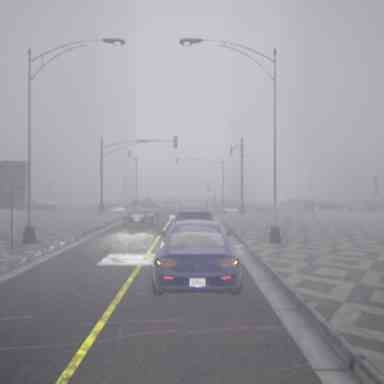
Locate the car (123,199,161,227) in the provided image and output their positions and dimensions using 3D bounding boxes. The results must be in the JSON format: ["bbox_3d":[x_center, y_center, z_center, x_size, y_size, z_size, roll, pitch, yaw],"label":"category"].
[{"bbox_3d":[-3.000,1.214,20.562,2.128,1.511,4.902,0,1,0],"label":"car"}]

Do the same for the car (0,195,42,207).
[{"bbox_3d":[-20.160,1.047,38.755,4.403,1.369,2.008,0,0,0],"label":"car"}]

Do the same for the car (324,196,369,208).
[{"bbox_3d":[18.001,1.159,38.885,4.403,1.369,2.008,0,0,0],"label":"car"}]

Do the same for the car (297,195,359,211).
[{"bbox_3d":[12.330,1.126,30.340,4.403,1.369,2.008,0,0,0],"label":"car"}]

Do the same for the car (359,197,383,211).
[{"bbox_3d":[18.001,1.162,30.360,4.313,1.339,1.947,0,0,0],"label":"car"}]

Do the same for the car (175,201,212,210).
[{"bbox_3d":[0.099,1.231,18.217,1.882,1.535,5.008,0,1,0],"label":"car"}]

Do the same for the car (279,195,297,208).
[{"bbox_3d":[12.332,1.028,38.866,4.097,1.590,1.967,0,0,0],"label":"car"}]

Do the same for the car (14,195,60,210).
[{"bbox_3d":[-14.590,1.021,30.249,4.829,1.417,1.752,0,0,0],"label":"car"}]

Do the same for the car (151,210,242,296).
[{"bbox_3d":[0.102,1.413,8.233,1.812,1.442,4.674,0,1,0],"label":"car"}]
